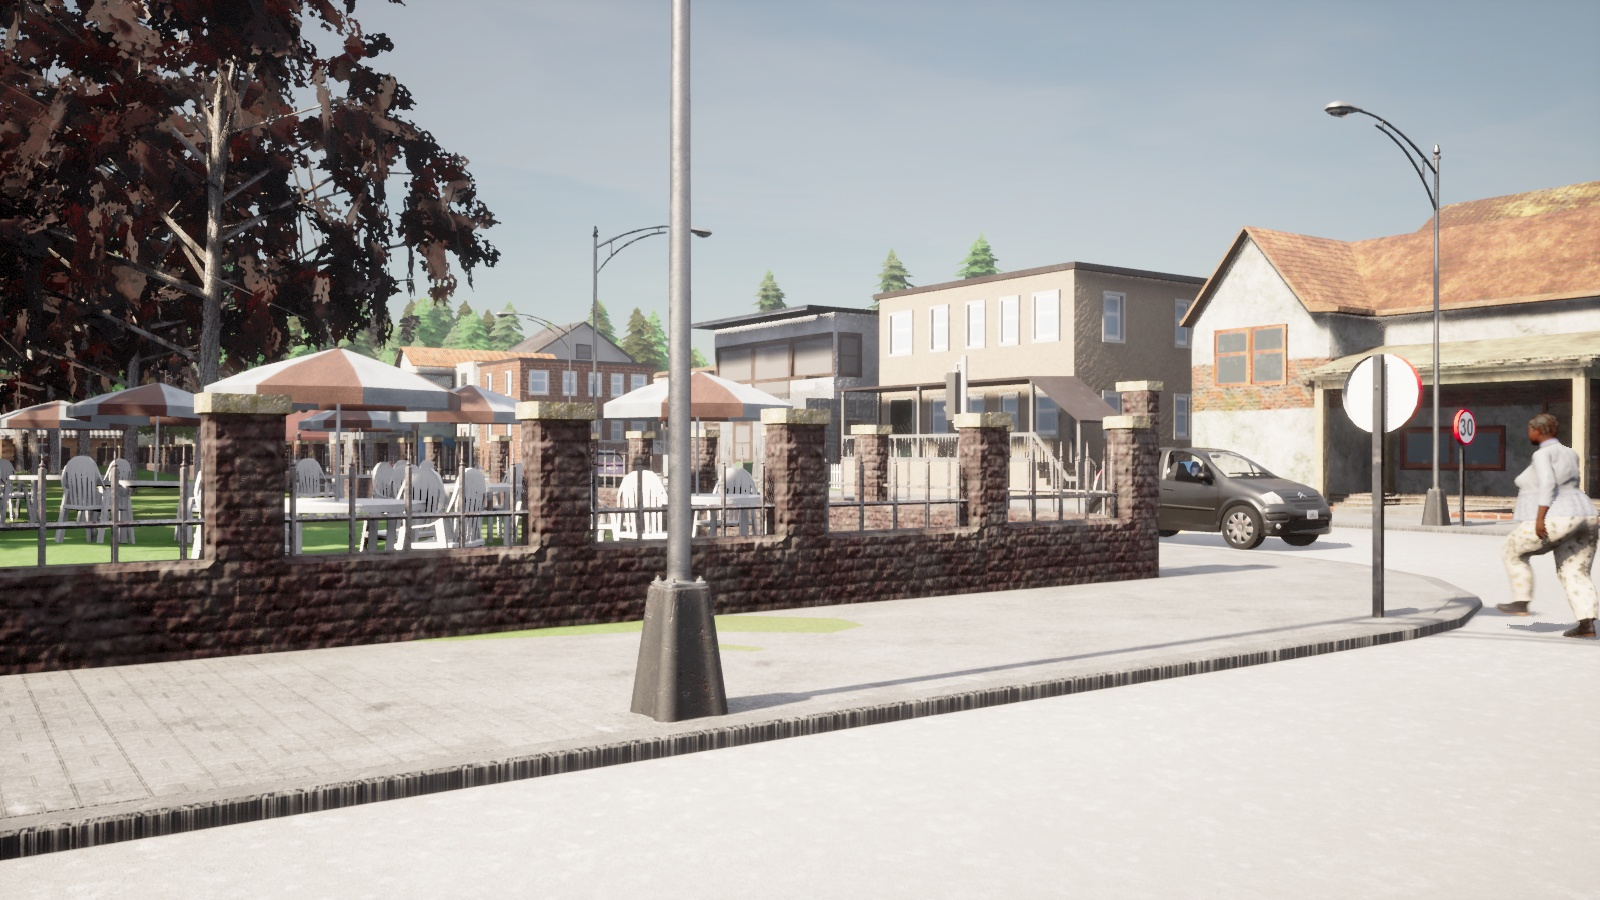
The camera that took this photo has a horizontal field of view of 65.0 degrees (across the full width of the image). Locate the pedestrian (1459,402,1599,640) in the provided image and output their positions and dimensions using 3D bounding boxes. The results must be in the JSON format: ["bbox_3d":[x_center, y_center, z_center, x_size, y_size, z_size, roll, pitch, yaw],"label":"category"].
[{"bbox_3d":[6.172,0.557,10.410,0.874,1.855,0.900,0,0,-23],"label":"pedestrian"}]

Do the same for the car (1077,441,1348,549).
[{"bbox_3d":[6.791,0.680,21.041,1.851,1.617,3.988,0,0,-35],"label":"car"}]

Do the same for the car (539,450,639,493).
[{"bbox_3d":[-8.432,0.814,49.772,2.033,1.649,4.856,0,0,-35],"label":"car"}]

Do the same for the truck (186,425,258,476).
[{"bbox_3d":[-41.321,0.070,89.628,2.891,3.462,7.936,0,0,-38],"label":"truck"}]
